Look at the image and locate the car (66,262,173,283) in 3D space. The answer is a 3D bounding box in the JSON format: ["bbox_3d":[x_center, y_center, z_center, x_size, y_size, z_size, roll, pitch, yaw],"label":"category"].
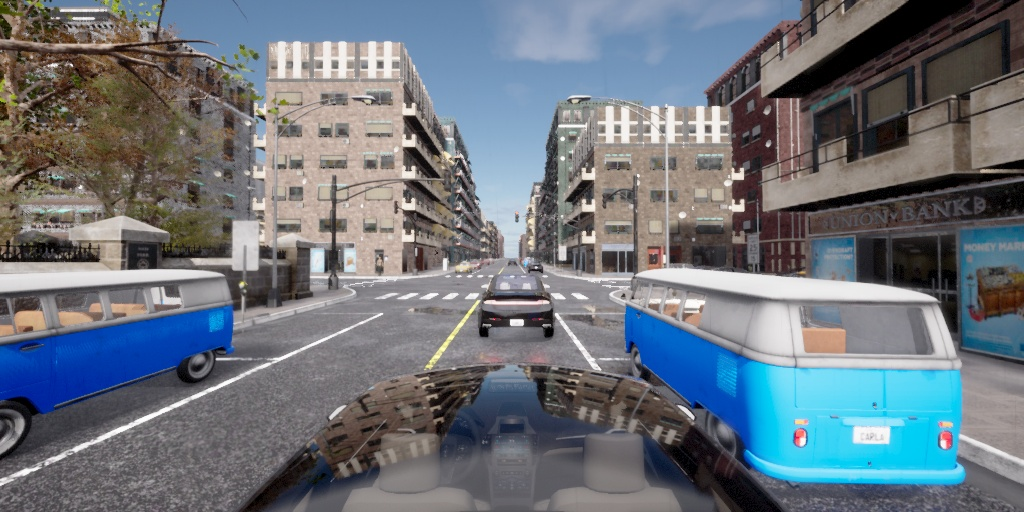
[{"bbox_3d":[-27.609,1.134,25.369,5.357,1.411,2.033,0,-1,1],"label":"car"}]

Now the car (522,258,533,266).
[{"bbox_3d":[2.742,1.317,48.098,2.007,1.370,4.403,0,0,0],"label":"car"}]

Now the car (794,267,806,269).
[{"bbox_3d":[25.040,1.413,27.886,5.008,1.535,1.882,0,-1,1],"label":"car"}]

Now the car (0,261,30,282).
[{"bbox_3d":[-38.343,1.076,25.513,5.357,1.411,2.033,0,-1,1],"label":"car"}]

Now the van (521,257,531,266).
[{"bbox_3d":[2.755,1.112,59.383,1.690,1.789,3.998,0,0,0],"label":"van"}]

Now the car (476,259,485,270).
[{"bbox_3d":[-5.632,1.209,53.750,1.967,1.591,4.097,0,0,0],"label":"car"}]

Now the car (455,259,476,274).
[{"bbox_3d":[-5.644,1.289,42.294,1.751,1.417,4.829,0,0,0],"label":"car"}]

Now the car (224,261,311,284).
[{"bbox_3d":[-17.109,1.148,25.205,4.892,1.490,1.837,0,-1,2],"label":"car"}]

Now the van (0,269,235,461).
[{"bbox_3d":[-5.653,1.092,4.520,1.690,1.789,3.998,0,0,0],"label":"van"}]

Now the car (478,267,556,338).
[{"bbox_3d":[0.109,1.244,10.242,2.128,1.511,4.902,0,0,0],"label":"car"}]

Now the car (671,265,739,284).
[{"bbox_3d":[14.983,1.443,28.018,4.181,1.385,1.994,0,-1,1],"label":"car"}]

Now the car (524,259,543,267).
[{"bbox_3d":[2.736,1.330,42.456,1.948,1.339,4.313,0,0,0],"label":"car"}]

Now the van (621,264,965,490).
[{"bbox_3d":[2.662,1.091,4.509,1.690,1.789,3.998,0,0,0],"label":"van"}]

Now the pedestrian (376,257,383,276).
[{"bbox_3d":[-12.503,0.967,33.914,0.375,1.860,0.375,0,-1,1],"label":"pedestrian"}]
